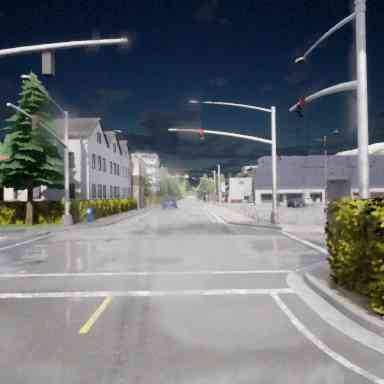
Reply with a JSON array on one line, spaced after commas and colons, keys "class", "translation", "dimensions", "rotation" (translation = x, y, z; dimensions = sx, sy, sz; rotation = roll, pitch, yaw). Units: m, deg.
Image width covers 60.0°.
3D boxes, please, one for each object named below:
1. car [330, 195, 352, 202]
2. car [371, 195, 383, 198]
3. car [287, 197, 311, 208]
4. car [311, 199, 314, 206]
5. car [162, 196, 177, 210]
[{"class": "car", "translation": [25.474, 1.398, 56.572], "dimensions": [2.152, 1.636, 5.027], "rotation": [-1, -1, 0]}, {"class": "car", "translation": [19.112, 1.183, 31.306], "dimensions": [1.905, 1.878, 3.866], "rotation": [-1, -1, 0]}, {"class": "car", "translation": [15.416, 1.629, 49.172], "dimensions": [2.007, 1.523, 4.514], "rotation": [-1, -1, 0]}, {"class": "car", "translation": [19.059, 1.573, 56.231], "dimensions": [1.970, 1.475, 3.806], "rotation": [-1, -1, 0]}, {"class": "car", "translation": [-3.571, 1.697, 53.458], "dimensions": [2.150, 2.045, 5.566], "rotation": [-1, -1, 0]}]
